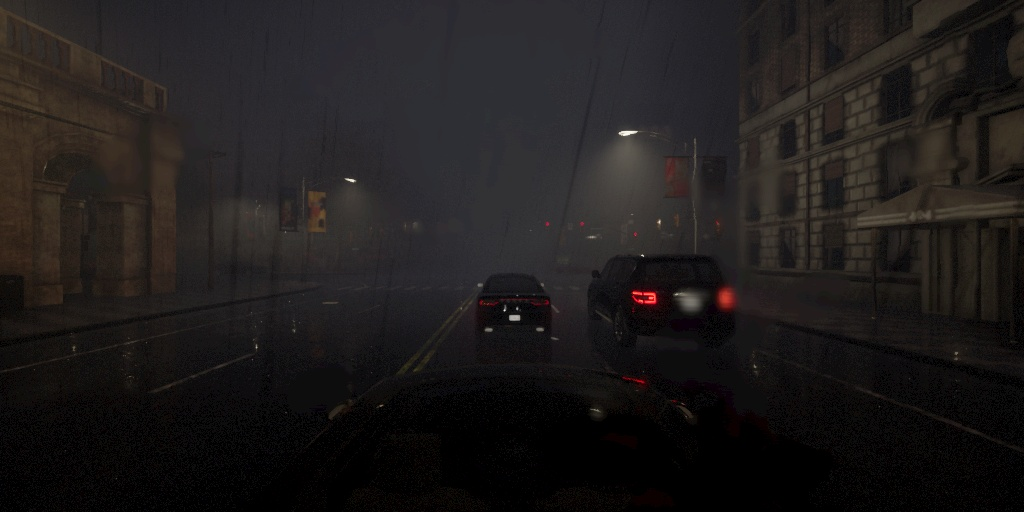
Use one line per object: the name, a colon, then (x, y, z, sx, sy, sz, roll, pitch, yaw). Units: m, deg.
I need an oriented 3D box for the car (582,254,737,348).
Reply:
car: (3.453, 0.971, 9.396, 2.150, 2.045, 5.566, 0, 0, 2)

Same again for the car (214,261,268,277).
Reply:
car: (-27.193, 1.227, 35.745, 5.008, 1.535, 1.882, 0, 0, 0)

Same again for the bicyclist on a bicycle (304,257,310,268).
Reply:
bicyclist on a bicycle: (-31.592, 1.050, 55.199, 0.582, 1.620, 1.656, 0, 0, 0)

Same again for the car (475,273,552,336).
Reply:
car: (-0.013, 1.228, 10.474, 1.882, 1.535, 5.008, 0, 0, -2)

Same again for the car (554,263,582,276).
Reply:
car: (6.626, 1.350, 35.970, 4.718, 1.301, 1.895, 0, 0, 0)

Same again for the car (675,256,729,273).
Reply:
car: (23.376, 0.971, 44.257, 5.566, 2.045, 2.150, 0, 0, 1)

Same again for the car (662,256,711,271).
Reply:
car: (23.169, 0.971, 47.767, 5.566, 2.045, 2.150, 0, 0, 0)

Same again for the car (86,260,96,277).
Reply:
car: (-38.879, 1.313, 35.671, 4.181, 1.385, 1.994, 0, 0, 0)
